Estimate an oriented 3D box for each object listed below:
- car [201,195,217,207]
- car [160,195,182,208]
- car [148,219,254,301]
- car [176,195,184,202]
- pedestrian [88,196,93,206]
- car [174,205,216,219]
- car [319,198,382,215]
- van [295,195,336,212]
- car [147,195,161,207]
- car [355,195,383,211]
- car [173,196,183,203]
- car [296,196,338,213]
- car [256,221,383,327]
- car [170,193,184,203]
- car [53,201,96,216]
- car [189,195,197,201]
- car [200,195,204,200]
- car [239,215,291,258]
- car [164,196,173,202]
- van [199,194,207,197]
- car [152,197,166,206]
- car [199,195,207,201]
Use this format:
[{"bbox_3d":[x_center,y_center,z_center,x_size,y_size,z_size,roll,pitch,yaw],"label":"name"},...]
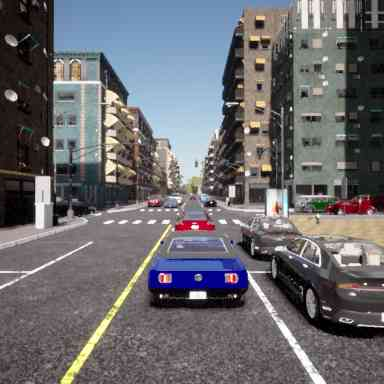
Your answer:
[{"bbox_3d":[2.818,1.585,50.688,1.947,1.339,4.313,1,0,0],"label":"car"},{"bbox_3d":[-2.990,1.565,48.672,2.033,1.411,5.357,0,0,1],"label":"car"},{"bbox_3d":[0.119,1.603,8.311,1.895,1.301,4.718,0,0,0],"label":"car"},{"bbox_3d":[-2.817,1.532,79.024,1.837,1.490,4.892,0,0,0],"label":"car"},{"bbox_3d":[-12.435,1.347,40.688,0.375,1.860,0.375,0,0,1],"label":"pedestrian"},{"bbox_3d":[0.135,1.569,17.174,1.994,1.385,4.181,0,0,0],"label":"car"},{"bbox_3d":[13.770,1.413,29.101,4.206,1.307,1.802,0,0,1],"label":"car"},{"bbox_3d":[13.850,1.296,37.483,3.998,1.788,1.690,0,0,1],"label":"van"},{"bbox_3d":[-5.558,1.334,50.748,2.192,1.841,5.009,1,0,0],"label":"car"},{"bbox_3d":[19.377,1.228,37.431,5.009,1.841,2.192,0,0,1],"label":"car"},{"bbox_3d":[-2.850,1.591,68.615,1.994,1.385,4.181,0,0,0],"label":"car"},{"bbox_3d":[13.415,1.272,34.904,4.553,1.767,2.097,0,-1,1],"label":"car"},{"bbox_3d":[2.846,1.553,6.925,2.008,1.369,4.403,1,0,0],"label":"car"},{"bbox_3d":[-2.942,1.244,58.673,2.150,2.045,5.566,0,0,1],"label":"car"},{"bbox_3d":[-11.835,1.567,32.244,4.902,1.511,2.128,0,-1,-3],"label":"car"},{"bbox_3d":[0.208,1.561,90.120,1.812,1.442,4.674,0,0,0],"label":"car"},{"bbox_3d":[2.831,1.603,56.259,1.802,1.307,4.206,1,0,0],"label":"car"},{"bbox_3d":[2.859,1.555,12.495,2.008,1.369,4.403,1,0,0],"label":"car"},{"bbox_3d":[-5.497,1.597,78.603,1.947,1.339,4.313,1,0,0],"label":"car"},{"bbox_3d":[2.885,1.373,78.545,1.690,1.788,3.998,1,0,0],"label":"van"},{"bbox_3d":[-5.549,1.566,56.319,1.887,1.381,4.507,1,0,0],"label":"car"},{"bbox_3d":[2.909,1.581,89.686,1.887,1.381,4.507,1,0,0],"label":"car"}]
